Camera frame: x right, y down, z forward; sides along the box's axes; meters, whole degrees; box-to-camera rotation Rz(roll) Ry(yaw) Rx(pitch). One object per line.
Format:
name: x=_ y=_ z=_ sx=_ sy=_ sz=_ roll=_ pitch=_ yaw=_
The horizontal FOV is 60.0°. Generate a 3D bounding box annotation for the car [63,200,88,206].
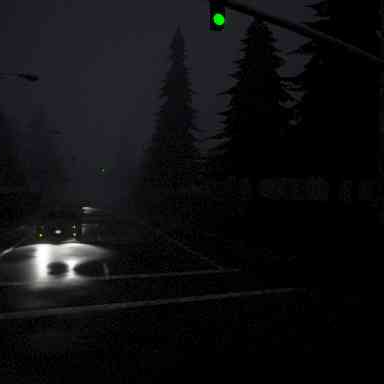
car: x=-9.726 y=1.629 z=26.928 sx=2.033 sy=1.411 sz=5.357 roll=1 pitch=0 yaw=-17

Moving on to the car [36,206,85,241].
car: x=-6.671 y=1.639 z=17.012 sx=1.994 sy=1.385 sz=4.181 roll=1 pitch=0 yaw=-17

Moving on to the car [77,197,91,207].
car: x=-17.340 y=1.592 z=52.907 sx=2.128 sy=1.511 sz=4.902 roll=1 pitch=0 yaw=-26
